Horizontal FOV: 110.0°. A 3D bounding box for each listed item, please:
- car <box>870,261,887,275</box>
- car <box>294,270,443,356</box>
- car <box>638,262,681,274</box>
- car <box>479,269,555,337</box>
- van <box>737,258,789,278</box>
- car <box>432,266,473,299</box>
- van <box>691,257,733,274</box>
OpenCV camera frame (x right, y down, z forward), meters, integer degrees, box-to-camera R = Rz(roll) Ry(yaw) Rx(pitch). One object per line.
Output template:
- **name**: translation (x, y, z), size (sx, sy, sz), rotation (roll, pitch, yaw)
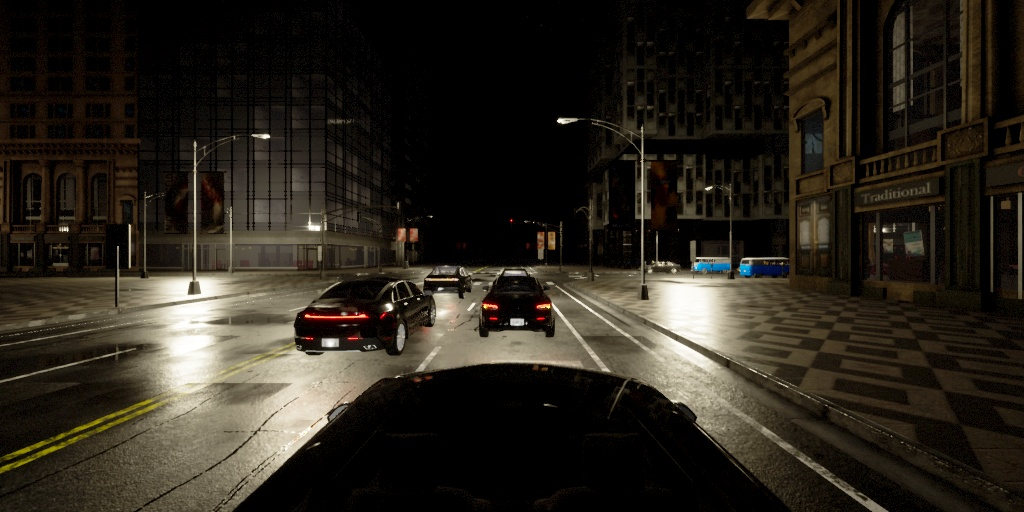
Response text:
- **car**: translation (32.778, 1.251, 30.223), size (4.207, 1.307, 1.802), rotation (0, 0, 0)
- **car**: translation (-3.133, 1.255, 8.620), size (1.837, 1.490, 4.892), rotation (0, 0, 0)
- **car**: translation (15.981, 1.263, 38.867), size (4.403, 1.370, 2.007), rotation (0, 0, 0)
- **car**: translation (0.123, 1.276, 10.115), size (1.812, 1.442, 4.674), rotation (0, 0, 0)
- **van**: translation (21.540, 1.032, 30.303), size (3.998, 1.789, 1.690), rotation (0, 0, 0)
- **car**: translation (-3.106, 1.241, 18.034), size (2.128, 1.511, 4.902), rotation (0, 0, 0)
- **van**: translation (21.600, 1.042, 38.827), size (3.998, 1.789, 1.690), rotation (0, 0, 0)
